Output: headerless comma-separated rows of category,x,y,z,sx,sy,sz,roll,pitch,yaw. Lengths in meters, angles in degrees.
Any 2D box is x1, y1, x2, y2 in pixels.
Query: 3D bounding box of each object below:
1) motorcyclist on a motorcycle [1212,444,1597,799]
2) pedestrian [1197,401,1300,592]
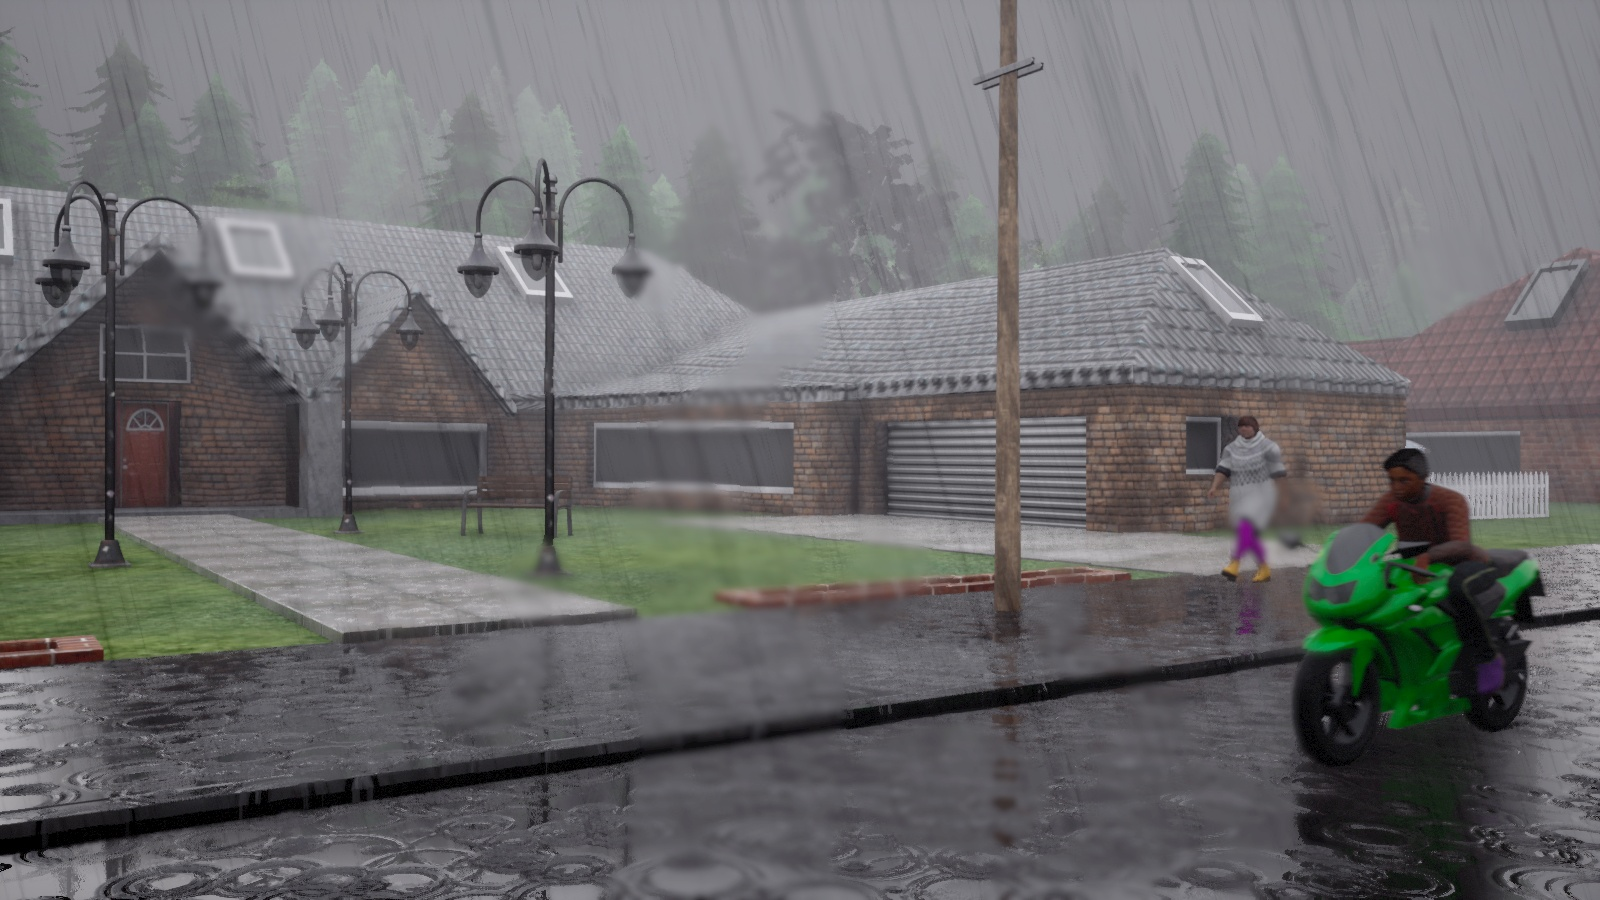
motorcyclist on a motorcycle,3.062,0.736,6.287,2.044,1.523,0.797,0,0,-34
pedestrian,4.778,0.477,13.369,0.873,1.952,0.659,0,0,-37
